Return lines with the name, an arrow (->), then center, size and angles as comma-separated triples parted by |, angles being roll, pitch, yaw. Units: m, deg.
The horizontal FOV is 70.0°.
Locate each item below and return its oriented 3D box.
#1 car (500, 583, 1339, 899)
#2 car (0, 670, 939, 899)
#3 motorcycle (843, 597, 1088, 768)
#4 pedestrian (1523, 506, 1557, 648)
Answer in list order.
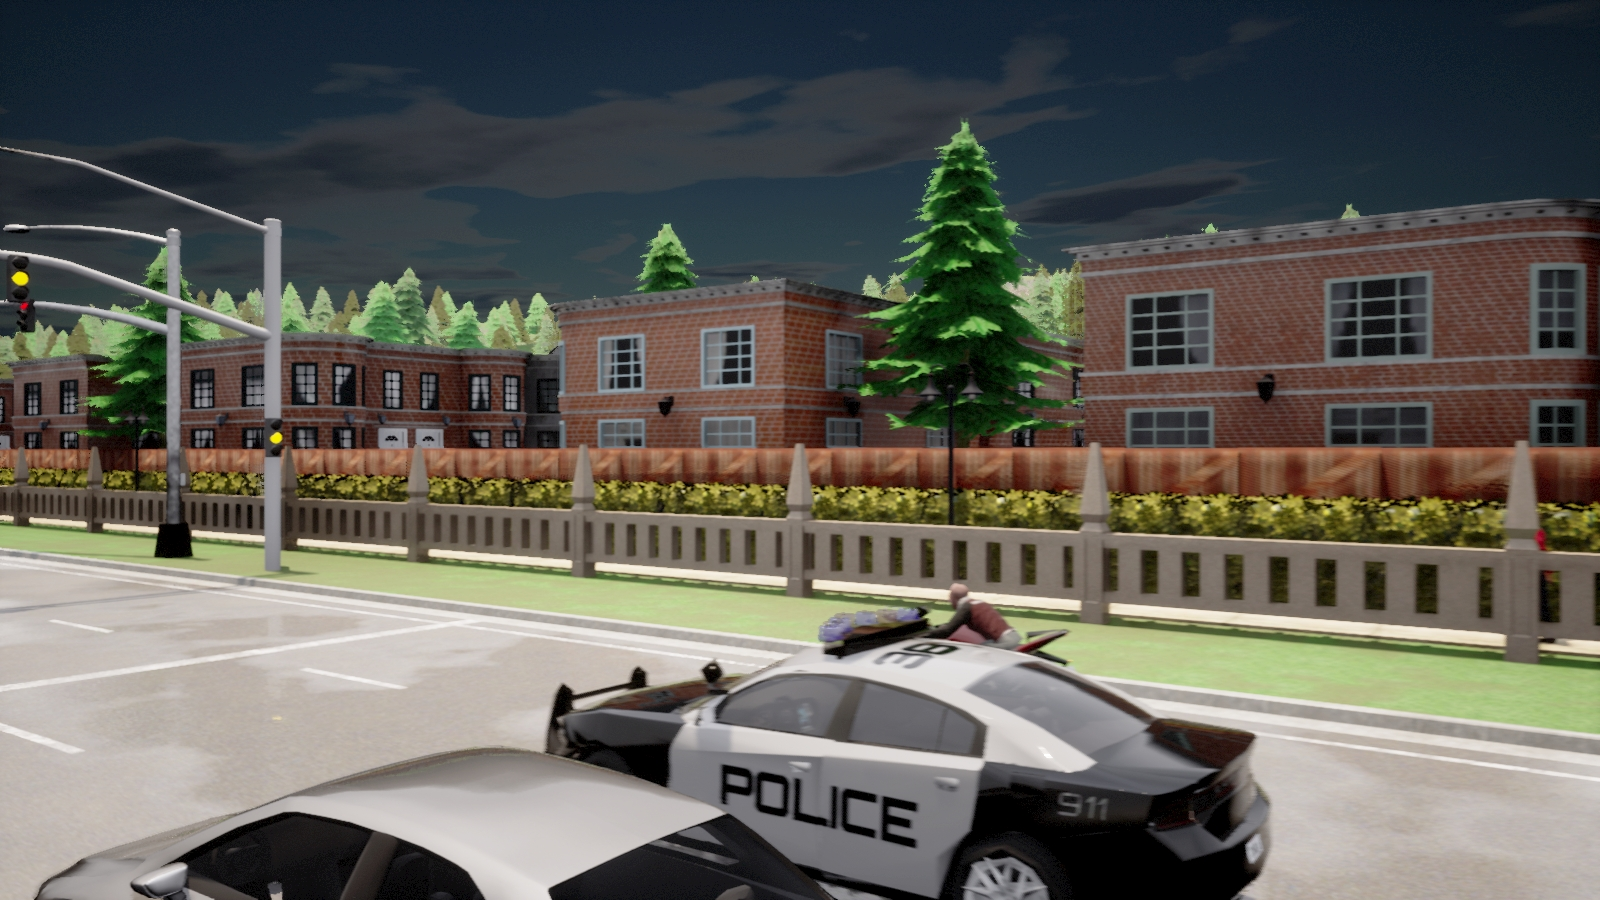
car -> 0.565, 1.984, 7.663 | 5.238, 1.638, 2.097 | 0, 0, 35
car -> -1.689, 2.068, 4.967 | 4.193, 1.474, 1.816 | 0, 0, 35
motorcycle -> 1.593, 2.208, 11.215 | 2.209, 1.251, 0.867 | 1, 1, 35
pedestrian -> 10.031, 1.702, 15.484 | 0.375, 1.860, 0.375 | 0, 0, 35
